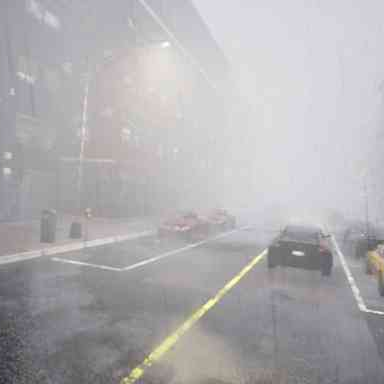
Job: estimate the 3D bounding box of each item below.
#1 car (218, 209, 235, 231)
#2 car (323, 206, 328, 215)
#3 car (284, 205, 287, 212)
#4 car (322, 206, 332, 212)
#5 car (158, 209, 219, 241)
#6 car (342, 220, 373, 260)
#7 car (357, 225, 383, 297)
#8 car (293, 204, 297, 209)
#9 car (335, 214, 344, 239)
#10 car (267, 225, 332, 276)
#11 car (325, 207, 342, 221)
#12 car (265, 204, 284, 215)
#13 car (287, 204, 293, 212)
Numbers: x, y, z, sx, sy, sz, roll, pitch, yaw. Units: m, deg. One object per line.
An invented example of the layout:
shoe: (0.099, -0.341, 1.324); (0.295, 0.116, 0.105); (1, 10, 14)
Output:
car: (1.845, 1.816, 22.586); (1.802, 1.307, 4.206); (4, 0, 21)
car: (23.741, 3.305, 56.665); (1.967, 1.590, 4.097); (4, 0, 21)
car: (13.918, 2.648, 54.340); (1.967, 1.590, 4.097); (4, 0, 21)
car: (33.748, 4.259, 83.143); (2.008, 1.369, 4.403); (4, 0, 21)
car: (-0.215, 1.654, 17.312); (1.802, 1.307, 4.206); (4, 0, 21)
car: (7.808, 2.142, 14.261); (1.947, 1.339, 4.313); (4, 0, 21)
car: (5.886, 1.949, 9.115); (1.752, 1.417, 4.829); (4, 0, 21)
car: (27.932, 3.932, 91.413); (1.887, 1.381, 4.507); (4, 0, 21)
car: (9.753, 2.297, 19.578); (1.947, 1.339, 4.313); (4, 0, 21)
car: (3.921, 1.877, 11.903); (1.994, 1.385, 4.181); (4, 0, 21)
car: (17.786, 2.902, 40.936); (1.752, 1.417, 4.829); (4, 0, 21)
car: (11.907, 2.610, 49.047); (1.947, 1.339, 4.313); (4, 0, 21)
car: (17.916, 3.106, 64.933); (1.947, 1.339, 4.313); (4, 0, 21)
